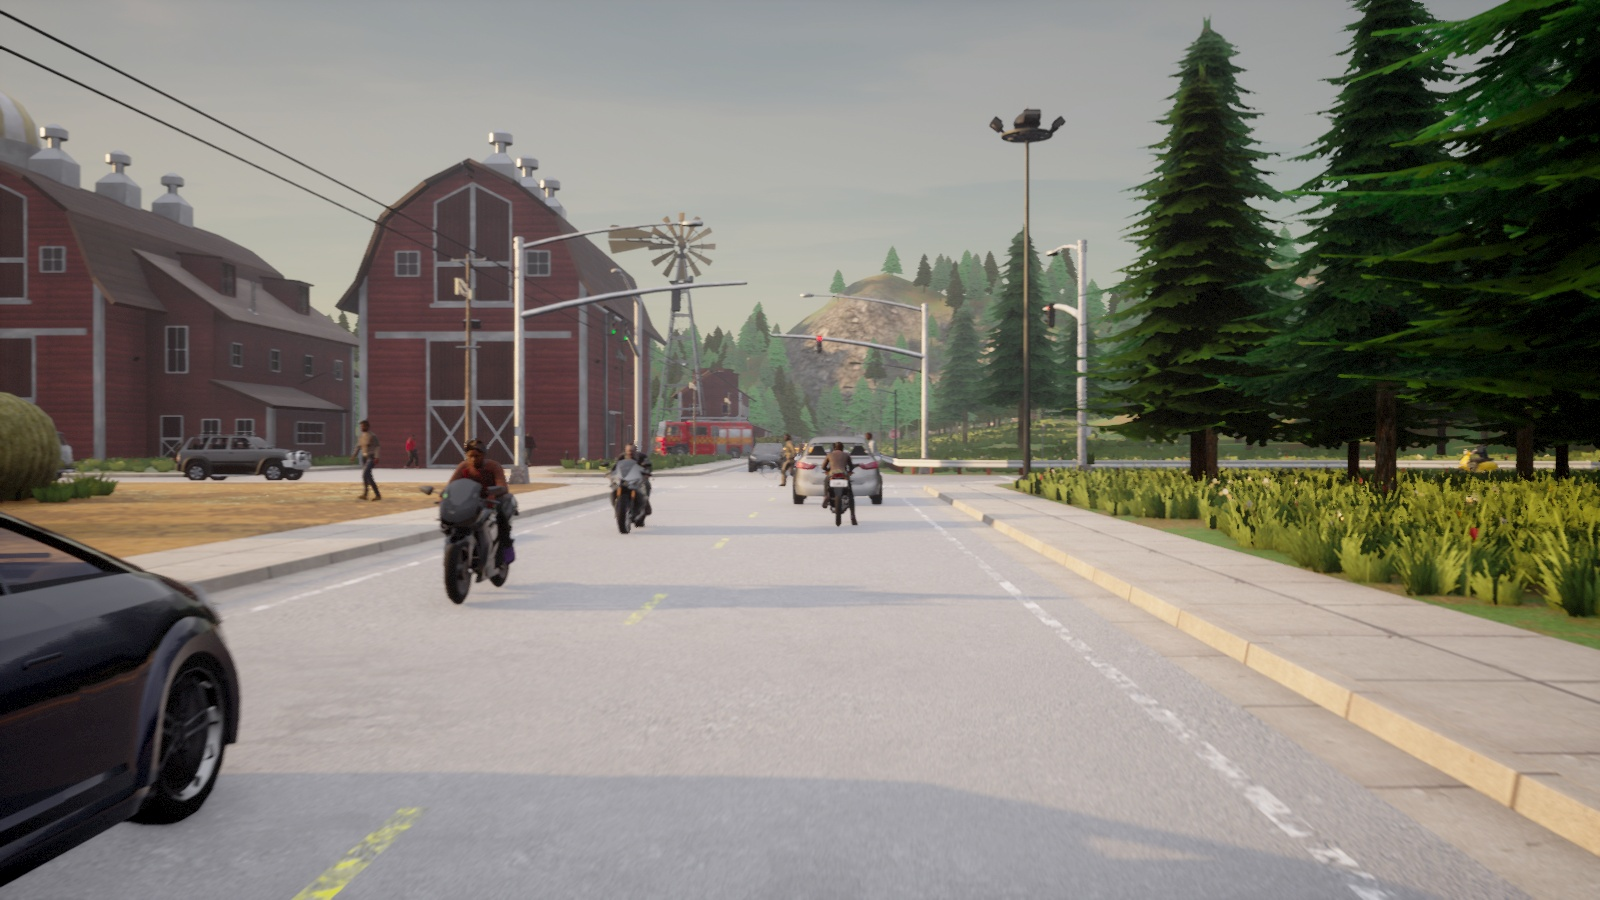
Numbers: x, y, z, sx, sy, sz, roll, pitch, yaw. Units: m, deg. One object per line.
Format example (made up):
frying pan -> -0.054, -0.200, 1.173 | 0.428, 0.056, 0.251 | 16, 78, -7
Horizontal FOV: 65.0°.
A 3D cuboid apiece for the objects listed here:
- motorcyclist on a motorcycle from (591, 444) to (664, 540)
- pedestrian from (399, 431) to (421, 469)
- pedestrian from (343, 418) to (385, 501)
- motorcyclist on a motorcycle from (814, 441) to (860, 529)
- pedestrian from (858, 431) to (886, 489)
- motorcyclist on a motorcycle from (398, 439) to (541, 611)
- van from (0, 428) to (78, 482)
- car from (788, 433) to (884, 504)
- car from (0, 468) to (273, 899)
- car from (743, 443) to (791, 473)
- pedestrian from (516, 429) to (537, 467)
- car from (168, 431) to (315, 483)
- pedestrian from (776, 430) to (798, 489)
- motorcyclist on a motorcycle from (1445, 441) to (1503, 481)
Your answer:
motorcyclist on a motorcycle -> -2.877, 0.659, 21.146 | 0.866, 1.530, 2.191 | 0, 0, 2
pedestrian -> -19.277, -0.009, 62.043 | 0.899, 1.844, 0.634 | 0, 0, 2
pedestrian -> -9.635, 0.207, 27.752 | 0.328, 1.805, 0.869 | 0, 0, 31
motorcyclist on a motorcycle -> 0.673, 0.600, 22.837 | 0.797, 1.523, 2.044 | 0, 0, 2
pedestrian -> 2.333, 0.313, 40.970 | 0.900, 1.855, 0.874 | 0, 0, 3
motorcyclist on a motorcycle -> -3.130, 0.657, 12.117 | 0.797, 1.523, 2.044 | 0, 0, 2
van -> -29.650, 0.176, 46.844 | 4.442, 1.987, 1.775 | 0, 0, 1
car -> 0.922, 0.412, 31.747 | 2.242, 1.667, 4.611 | 0, 0, 2
car -> -3.379, 0.787, 3.518 | 1.994, 1.385, 4.181 | 0, 0, 1
car -> -1.653, 0.380, 64.548 | 2.163, 1.488, 4.792 | 0, 0, 2
pedestrian -> -13.486, -0.102, 61.855 | 0.634, 1.844, 0.899 | 0, 0, -41
car -> -20.755, 0.247, 46.755 | 4.605, 1.855, 1.932 | 0, 1, 1
pedestrian -> -0.427, 0.304, 41.302 | 0.692, 1.930, 0.396 | 0, 0, 2
motorcyclist on a motorcycle -> 26.716, 0.420, 49.775 | 1.817, 1.590, 0.866 | 0, 0, 1
